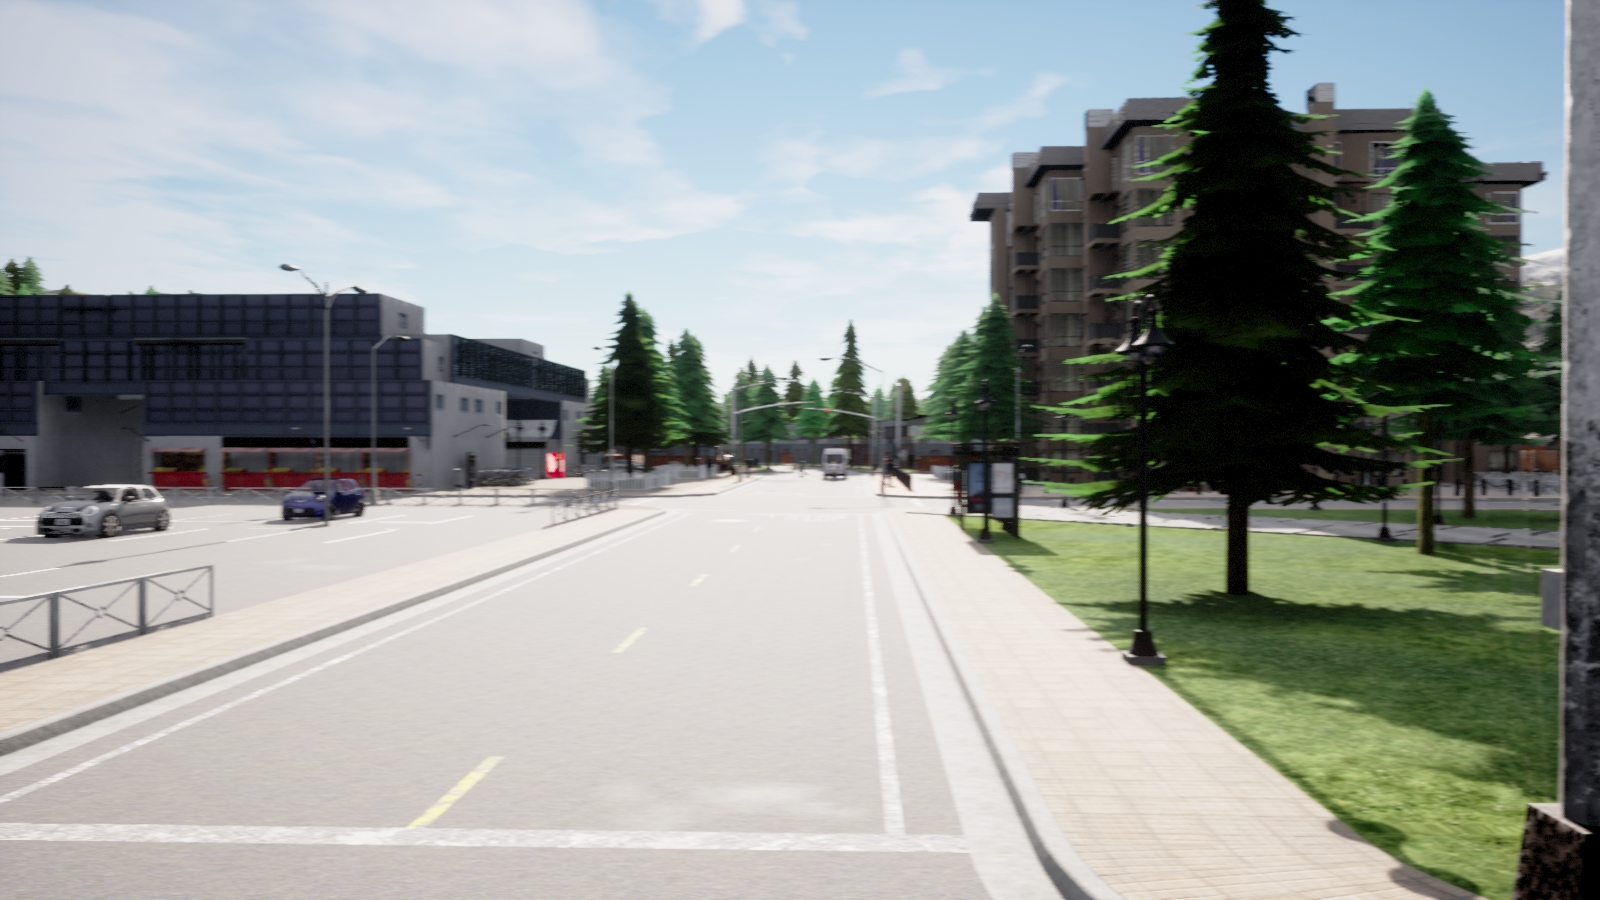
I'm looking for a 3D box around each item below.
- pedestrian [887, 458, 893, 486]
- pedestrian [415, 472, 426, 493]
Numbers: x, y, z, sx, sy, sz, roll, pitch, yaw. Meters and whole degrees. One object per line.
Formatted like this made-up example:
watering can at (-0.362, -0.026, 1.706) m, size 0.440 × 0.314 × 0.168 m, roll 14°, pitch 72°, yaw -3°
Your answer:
pedestrian at (5.906, 1.423, 74.672) m, size 0.375 × 1.860 × 0.375 m, roll 0°, pitch 0°, yaw 2°
pedestrian at (-20.949, 1.796, 63.051) m, size 0.500 × 1.100 × 0.500 m, roll 0°, pitch 0°, yaw -9°
